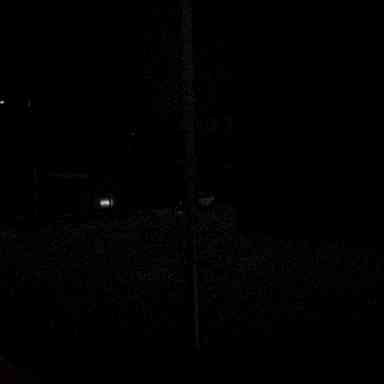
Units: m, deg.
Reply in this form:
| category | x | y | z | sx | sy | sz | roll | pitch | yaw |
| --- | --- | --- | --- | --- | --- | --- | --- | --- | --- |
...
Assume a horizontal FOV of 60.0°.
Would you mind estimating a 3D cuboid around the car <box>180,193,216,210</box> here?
| category | x | y | z | sx | sy | sz | roll | pitch | yaw |
| --- | --- | --- | --- | --- | --- | --- | --- | --- | --- |
| car | 0.778 | 1.108 | 40.966 | 2.150 | 2.045 | 5.566 | -2 | -1 | 36 |
